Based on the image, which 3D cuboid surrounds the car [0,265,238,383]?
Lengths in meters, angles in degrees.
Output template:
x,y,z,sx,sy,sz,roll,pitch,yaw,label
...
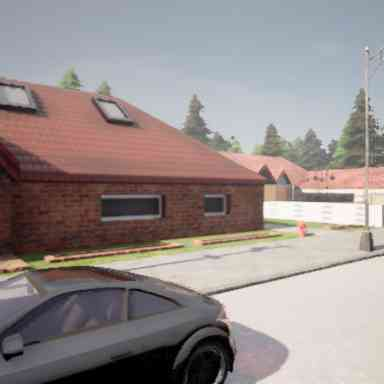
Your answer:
x,y,z,sx,sy,sz,roll,pitch,yaw,label
-1.534,1.565,3.481,4.181,1.385,1.994,0,0,-35,car
